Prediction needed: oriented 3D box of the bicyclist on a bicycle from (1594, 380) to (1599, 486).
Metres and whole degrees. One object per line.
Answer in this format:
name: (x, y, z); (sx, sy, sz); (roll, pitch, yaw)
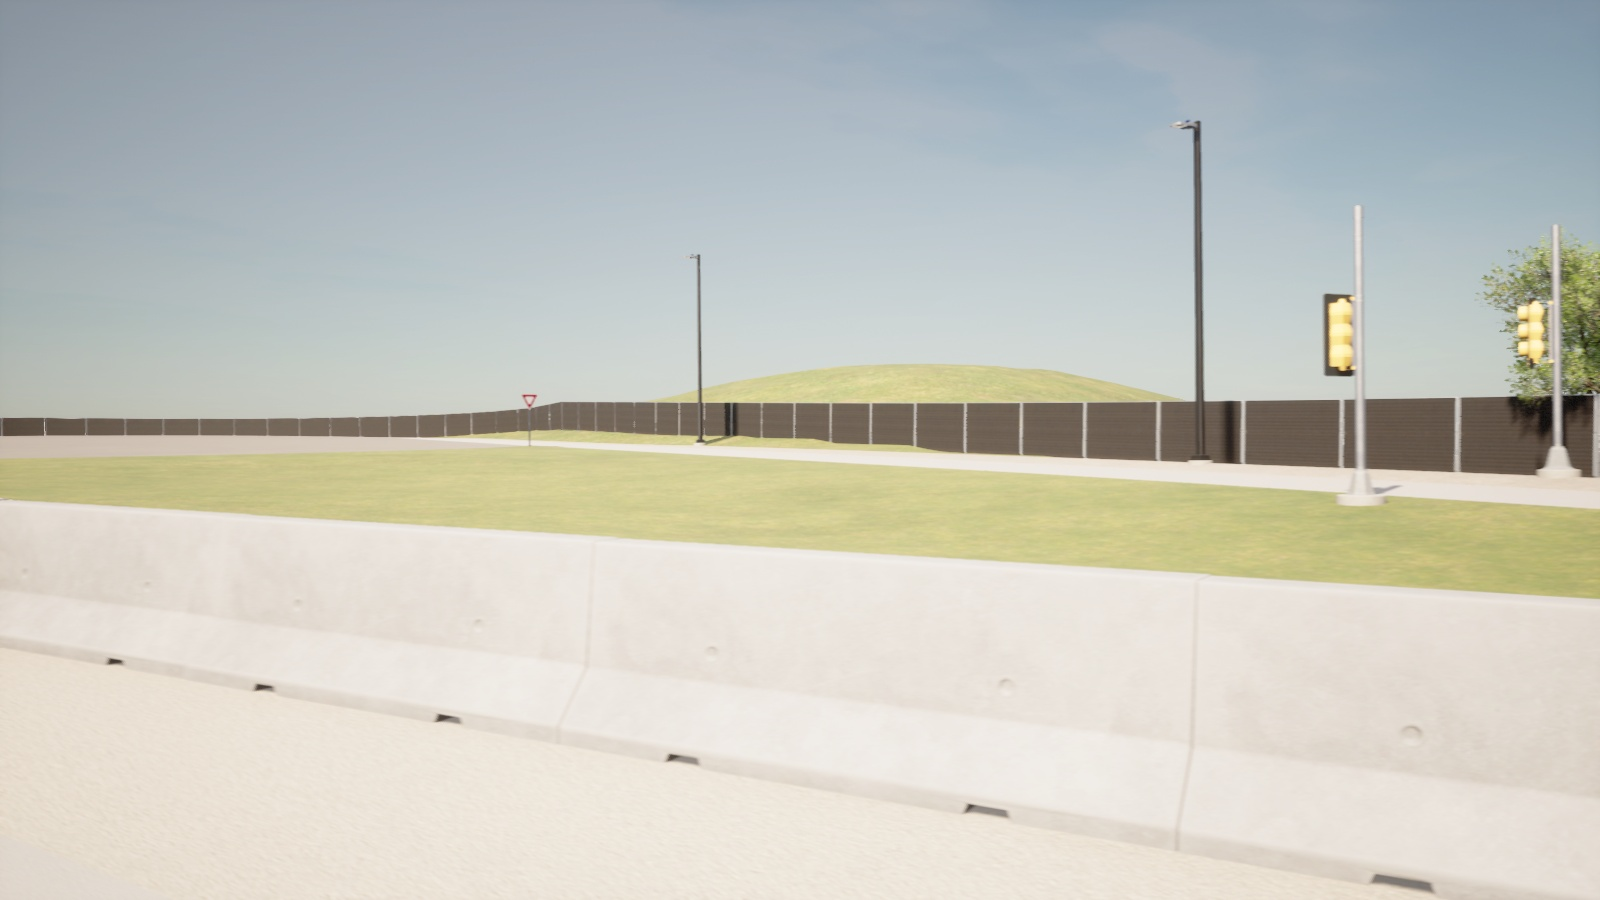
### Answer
bicyclist on a bicycle: (14.128, -0.275, 20.533); (0.659, 1.776, 1.843); (-2, 2, -29)
